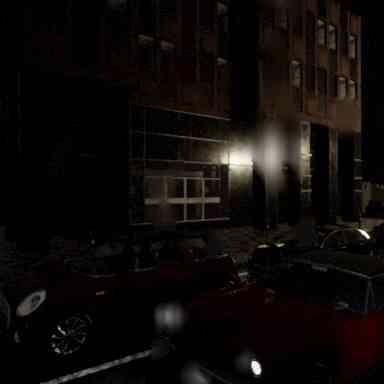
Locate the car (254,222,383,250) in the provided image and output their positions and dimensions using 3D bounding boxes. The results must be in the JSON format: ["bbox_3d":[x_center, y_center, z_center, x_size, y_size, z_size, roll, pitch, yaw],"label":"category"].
[{"bbox_3d":[3.432,1.573,9.083,4.403,1.369,2.008,0,0,-35],"label":"car"}]

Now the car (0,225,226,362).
[{"bbox_3d":[-1.135,1.446,5.838,4.097,1.590,1.967,0,0,-35],"label":"car"}]

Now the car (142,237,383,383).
[{"bbox_3d":[1.881,1.612,4.711,4.718,1.301,1.895,0,0,-35],"label":"car"}]
